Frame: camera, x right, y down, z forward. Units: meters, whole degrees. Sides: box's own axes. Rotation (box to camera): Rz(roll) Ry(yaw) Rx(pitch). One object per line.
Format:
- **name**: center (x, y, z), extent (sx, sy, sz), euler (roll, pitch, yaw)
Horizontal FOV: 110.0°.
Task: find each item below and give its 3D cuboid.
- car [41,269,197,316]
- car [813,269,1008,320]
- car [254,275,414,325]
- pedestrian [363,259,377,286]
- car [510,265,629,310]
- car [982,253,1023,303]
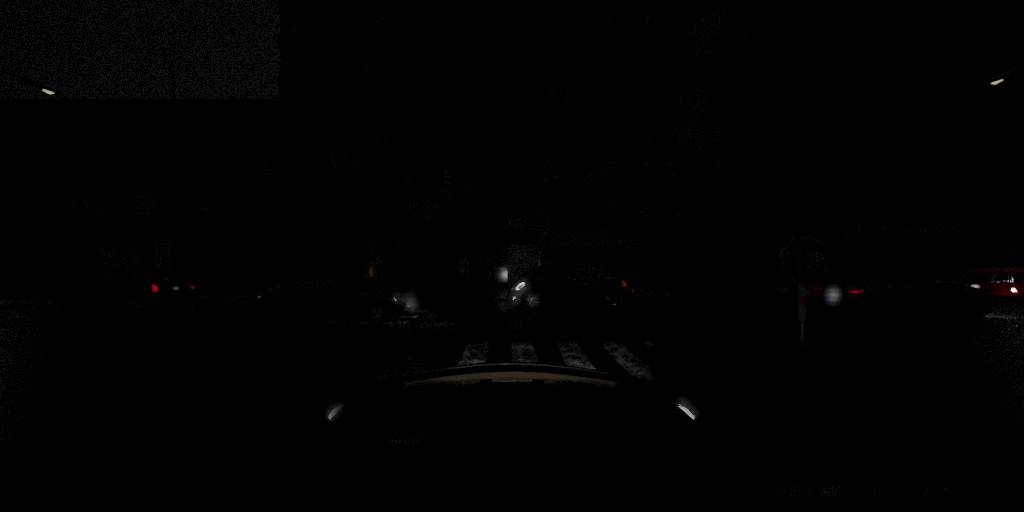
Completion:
- **car**: center (-15.557, 1.338, 14.346), extent (4.553, 1.767, 2.097), euler (-1, -1, 0)
- **car**: center (12.184, 1.200, 11.379), extent (4.181, 1.385, 1.994), euler (-1, -1, 0)
- **car**: center (-5.535, 1.330, 11.390), extent (4.674, 1.442, 1.812), euler (-1, -1, 0)
- **pedestrian**: center (-6.878, 1.091, 17.258), extent (0.375, 1.860, 0.375), euler (0, -1, 0)
- **car**: center (2.189, 1.149, 14.340), extent (4.553, 1.767, 2.097), euler (0, -1, 0)
- **car**: center (21.277, 0.849, 14.338), extent (5.566, 2.045, 2.150), euler (0, -1, 0)
